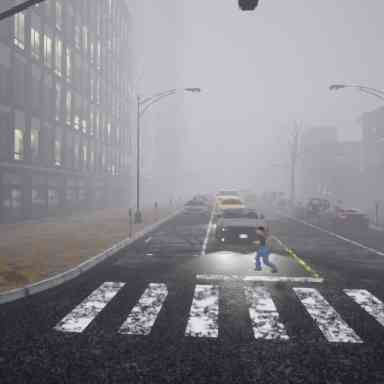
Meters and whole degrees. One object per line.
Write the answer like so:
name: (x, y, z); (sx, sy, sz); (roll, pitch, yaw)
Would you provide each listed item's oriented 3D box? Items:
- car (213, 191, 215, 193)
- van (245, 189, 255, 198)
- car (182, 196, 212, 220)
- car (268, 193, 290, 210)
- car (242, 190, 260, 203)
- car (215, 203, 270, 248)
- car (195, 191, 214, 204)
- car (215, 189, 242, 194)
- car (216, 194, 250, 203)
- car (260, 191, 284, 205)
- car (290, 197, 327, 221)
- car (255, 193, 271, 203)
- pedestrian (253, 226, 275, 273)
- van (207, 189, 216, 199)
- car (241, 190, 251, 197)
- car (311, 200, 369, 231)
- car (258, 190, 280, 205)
car: (2.128, 0.939, 46.558); (1.802, 1.307, 4.206); (1, 1, 5)
van: (12.787, 0.357, 73.494); (1.690, 1.788, 3.998); (1, 1, 5)
car: (0.286, 1.226, 24.451); (1.802, 1.307, 4.206); (1, 1, 5)
car: (9.559, 1.096, 34.808); (2.008, 1.369, 4.403); (1, 1, 5)
car: (7.650, 0.922, 43.784); (1.837, 1.490, 4.892); (0, 1, 5)
car: (1.980, 1.353, 13.679); (1.994, 1.385, 4.181); (0, 1, 5)
car: (0.749, 1.015, 29.975); (1.967, 1.590, 4.097); (1, 1, 5)
car: (3.739, 0.746, 34.657); (2.150, 2.045, 5.566); (0, 1, 5)
car: (2.838, 1.138, 24.010); (1.882, 1.535, 5.008); (0, 1, 5)
car: (10.023, 0.788, 40.330); (2.192, 1.841, 5.009); (1, 1, 5)
car: (8.639, 1.127, 23.754); (1.967, 1.590, 4.097); (1, 1, 5)
car: (10.956, 0.848, 51.559); (1.752, 1.417, 4.829); (1, 1, 5)
pedestrian: (1.857, 1.428, 8.605); (0.375, 1.300, 0.375); (1, 0, 5)
van: (3.976, 0.393, 68.662); (1.690, 1.788, 3.998); (1, 1, 5)
car: (13.707, 0.297, 84.548); (1.967, 1.590, 4.097); (1, 1, 5)
car: (8.176, 1.338, 18.226); (1.802, 1.307, 4.206); (1, 1, 5)
car: (10.485, 0.715, 45.860); (2.192, 1.841, 5.009); (1, 1, 5)
